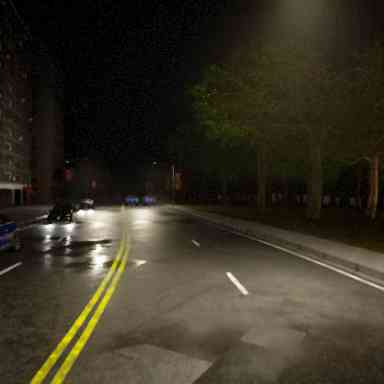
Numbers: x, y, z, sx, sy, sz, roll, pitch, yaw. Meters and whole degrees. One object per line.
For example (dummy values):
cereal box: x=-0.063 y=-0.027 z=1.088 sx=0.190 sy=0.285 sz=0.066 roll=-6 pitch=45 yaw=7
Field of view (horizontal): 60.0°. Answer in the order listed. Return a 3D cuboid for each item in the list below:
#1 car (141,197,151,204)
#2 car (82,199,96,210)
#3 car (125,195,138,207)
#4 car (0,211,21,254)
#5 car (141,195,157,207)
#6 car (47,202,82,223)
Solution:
car: x=-10.033 y=1.804 z=72.176 sx=1.837 sy=1.490 sz=4.892 roll=0 pitch=0 yaw=-12
car: x=-14.802 y=1.796 z=47.358 sx=2.128 sy=1.511 sz=4.902 roll=0 pitch=-1 yaw=-12
car: x=-11.059 y=1.626 z=61.339 sx=2.150 sy=2.045 sz=5.566 roll=0 pitch=0 yaw=-12
car: x=-7.632 y=1.459 z=11.329 sx=2.097 sy=1.767 sz=4.553 roll=0 pitch=0 yaw=-8
car: x=-7.880 y=1.643 z=62.012 sx=2.150 sy=2.045 sz=5.566 roll=0 pitch=0 yaw=-12
car: x=-10.690 y=1.701 z=27.761 sx=1.837 sy=1.490 sz=4.892 roll=0 pitch=1 yaw=-12
